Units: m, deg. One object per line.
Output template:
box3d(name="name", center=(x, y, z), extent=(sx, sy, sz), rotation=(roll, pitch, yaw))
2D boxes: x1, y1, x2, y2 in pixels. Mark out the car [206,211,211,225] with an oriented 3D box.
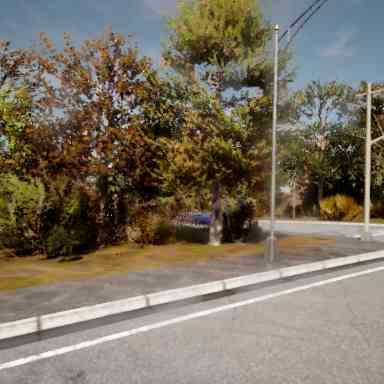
box3d(name="car", center=(2.107, 2.466, 30.740), extent=(1.994, 1.385, 4.181), rotation=(3, -5, -40))
